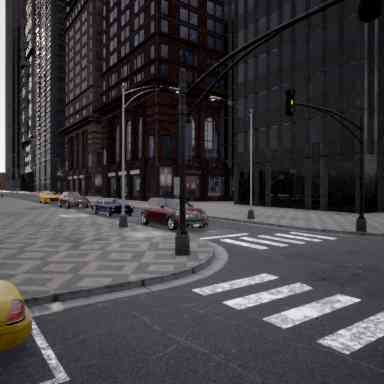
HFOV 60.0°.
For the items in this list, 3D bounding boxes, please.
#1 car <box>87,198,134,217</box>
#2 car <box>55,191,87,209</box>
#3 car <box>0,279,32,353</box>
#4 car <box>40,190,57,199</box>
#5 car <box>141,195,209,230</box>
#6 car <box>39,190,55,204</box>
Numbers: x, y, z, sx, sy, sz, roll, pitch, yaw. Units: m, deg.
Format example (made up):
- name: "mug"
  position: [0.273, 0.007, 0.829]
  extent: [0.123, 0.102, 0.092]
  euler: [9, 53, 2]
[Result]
- name: "car"
  position: [-6.333, 1.153, 26.138]
  extent: [1.895, 1.301, 4.718]
  euler: [0, 1, -36]
- name: "car"
  position: [-12.203, 0.723, 34.288]
  extent: [2.097, 1.767, 4.553]
  euler: [0, 1, -36]
- name: "car"
  position: [-4.403, 1.525, 3.508]
  extent: [4.829, 1.417, 1.752]
  euler: [0, 0, -35]
- name: "car"
  position: [-24.731, 0.466, 57.116]
  extent: [1.812, 1.442, 4.674]
  euler: [0, 1, -35]
- name: "car"
  position: [-1.065, 1.072, 18.833]
  extent: [2.097, 1.767, 4.553]
  euler: [0, 1, -36]
- name: "car"
  position: [-18.276, 0.668, 42.773]
  extent: [1.882, 1.535, 5.008]
  euler: [0, 1, -35]
